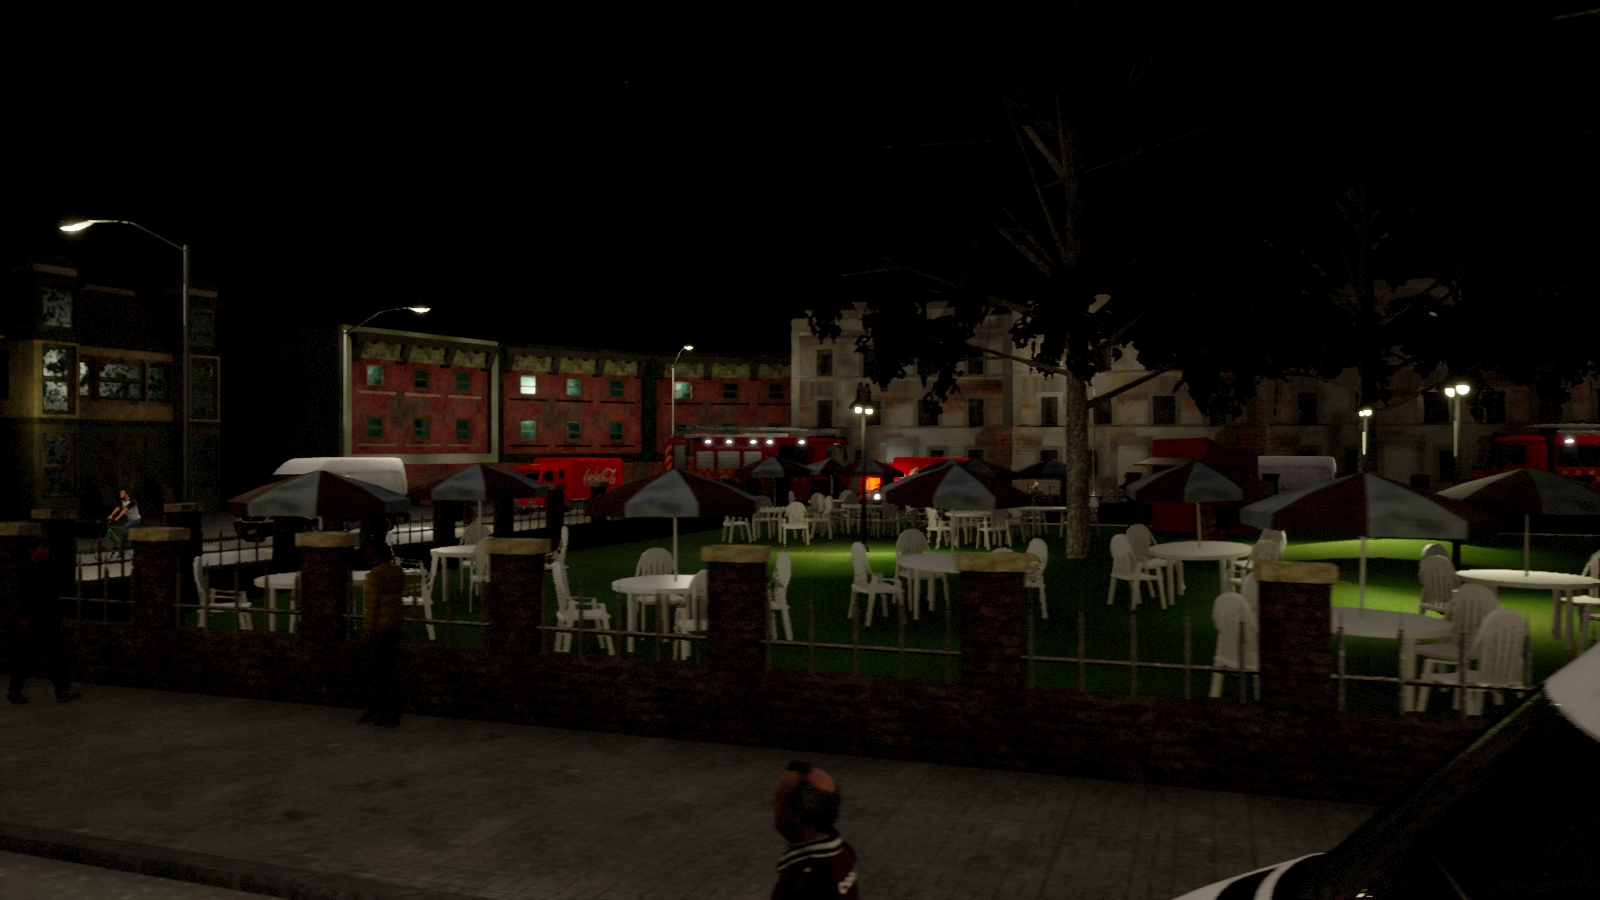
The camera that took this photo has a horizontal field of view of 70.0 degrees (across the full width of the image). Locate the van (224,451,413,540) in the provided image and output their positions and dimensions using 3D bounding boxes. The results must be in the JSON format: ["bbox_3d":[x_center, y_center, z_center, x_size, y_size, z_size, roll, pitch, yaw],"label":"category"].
[{"bbox_3d":[-14.972,1.307,35.985,1.988,2.561,5.915,0,0,20],"label":"van"}]

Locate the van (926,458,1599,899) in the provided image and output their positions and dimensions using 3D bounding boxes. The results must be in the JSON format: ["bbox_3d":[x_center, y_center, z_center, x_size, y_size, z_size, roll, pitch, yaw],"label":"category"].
[{"bbox_3d":[3.413,1.315,2.593,5.915,2.561,1.988,0,0,20],"label":"van"}]

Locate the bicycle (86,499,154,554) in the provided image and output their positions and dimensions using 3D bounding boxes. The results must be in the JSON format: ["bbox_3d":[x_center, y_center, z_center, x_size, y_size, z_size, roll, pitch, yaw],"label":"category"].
[{"bbox_3d":[-17.379,1.928,29.240,0.373,1.296,1.643,0,0,20],"label":"bicycle"}]

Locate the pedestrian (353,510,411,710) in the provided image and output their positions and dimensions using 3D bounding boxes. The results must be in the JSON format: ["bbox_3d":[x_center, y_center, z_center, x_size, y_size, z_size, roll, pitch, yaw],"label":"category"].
[{"bbox_3d":[-4.008,1.514,10.961,0.375,1.860,0.375,0,0,20],"label":"pedestrian"}]

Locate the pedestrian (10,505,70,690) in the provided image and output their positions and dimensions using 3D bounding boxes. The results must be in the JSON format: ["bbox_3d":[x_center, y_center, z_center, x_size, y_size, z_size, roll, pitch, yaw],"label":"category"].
[{"bbox_3d":[-7.905,1.514,11.890,0.375,1.860,0.375,0,0,24],"label":"pedestrian"}]
